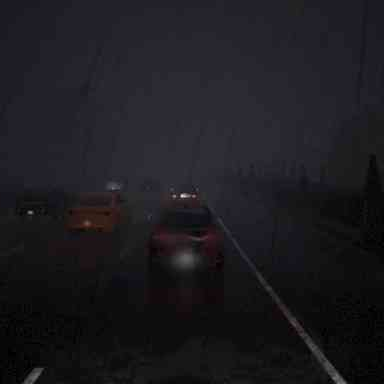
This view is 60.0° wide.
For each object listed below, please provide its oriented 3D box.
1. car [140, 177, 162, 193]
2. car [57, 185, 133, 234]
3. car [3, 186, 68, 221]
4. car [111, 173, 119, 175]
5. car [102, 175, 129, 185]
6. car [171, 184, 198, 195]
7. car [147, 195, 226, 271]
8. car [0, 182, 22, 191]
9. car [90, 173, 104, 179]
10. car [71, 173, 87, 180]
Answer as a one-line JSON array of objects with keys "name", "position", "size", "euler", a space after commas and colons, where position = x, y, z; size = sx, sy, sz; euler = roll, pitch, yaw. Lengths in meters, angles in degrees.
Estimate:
[{"name": "car", "position": [-4.292, -0.789, 34.960], "size": [2.128, 1.511, 4.902], "euler": [0, 4, -1]}, {"name": "car", "position": [-3.767, 0.754, 14.225], "size": [1.882, 1.535, 5.008], "euler": [0, 5, -1]}, {"name": "car", "position": [-7.349, 0.526, 17.419], "size": [2.128, 1.511, 4.902], "euler": [0, 4, -1]}, {"name": "car", "position": [-15.732, -3.145, 67.685], "size": [1.812, 1.442, 4.674], "euler": [0, 3, -1]}, {"name": "car", "position": [-7.791, -0.752, 34.888], "size": [1.812, 1.442, 4.674], "euler": [0, 4, -1]}, {"name": "car", "position": [-0.531, 0.113, 23.723], "size": [2.033, 1.411, 5.357], "euler": [0, 4, -1]}, {"name": "car", "position": [-0.166, 1.090, 9.589], "size": [2.128, 1.511, 4.902], "euler": [0, 4, -1]}, {"name": "car", "position": [-14.769, -0.078, 26.361], "size": [1.994, 1.385, 4.181], "euler": [0, 4, -1]}, {"name": "car", "position": [-19.231, -3.165, 67.594], "size": [1.837, 1.490, 4.892], "euler": [0, 3, -1]}, {"name": "car", "position": [-22.719, -3.100, 67.091], "size": [2.033, 1.411, 5.357], "euler": [0, 3, -1]}]
